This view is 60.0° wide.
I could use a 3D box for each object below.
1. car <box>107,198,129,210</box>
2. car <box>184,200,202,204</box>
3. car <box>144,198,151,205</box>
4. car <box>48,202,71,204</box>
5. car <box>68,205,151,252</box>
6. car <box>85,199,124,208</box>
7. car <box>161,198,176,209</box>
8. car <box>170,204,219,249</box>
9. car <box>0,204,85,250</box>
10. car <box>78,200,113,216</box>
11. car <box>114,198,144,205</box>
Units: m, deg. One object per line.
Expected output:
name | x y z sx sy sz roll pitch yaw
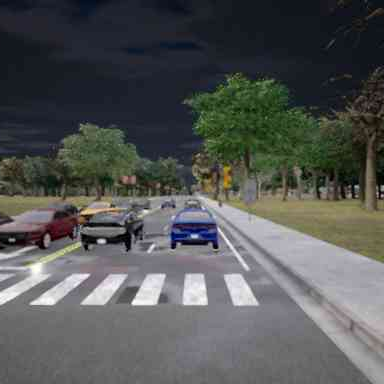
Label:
car | -9.755 1.563 44.289 1.837 1.490 4.892 0 0 0
car | 0.095 1.569 35.922 1.812 1.442 4.674 0 0 0
car | -6.505 1.562 43.873 1.837 1.490 4.892 0 0 0
car | -9.843 1.516 24.302 2.128 1.511 4.902 0 0 0
car | -3.151 1.504 14.017 2.128 1.511 4.902 0 0 0
car | -6.597 1.503 24.254 1.882 1.535 5.008 0 0 0
car | -3.248 1.588 46.475 1.812 1.442 4.674 0 0 0
car | 0.098 1.491 14.752 1.882 1.535 5.008 0 0 0
car | -6.598 1.491 14.674 1.882 1.535 5.008 0 0 0
car | -9.810 1.587 34.120 2.033 1.411 5.357 0 0 0
car | -6.564 1.531 33.825 2.128 1.511 4.902 0 0 0
